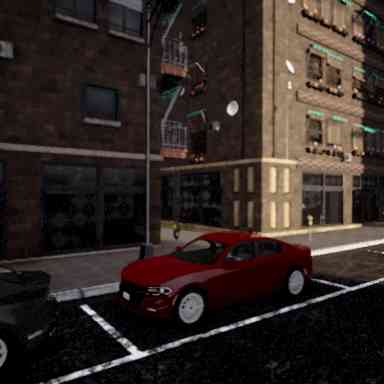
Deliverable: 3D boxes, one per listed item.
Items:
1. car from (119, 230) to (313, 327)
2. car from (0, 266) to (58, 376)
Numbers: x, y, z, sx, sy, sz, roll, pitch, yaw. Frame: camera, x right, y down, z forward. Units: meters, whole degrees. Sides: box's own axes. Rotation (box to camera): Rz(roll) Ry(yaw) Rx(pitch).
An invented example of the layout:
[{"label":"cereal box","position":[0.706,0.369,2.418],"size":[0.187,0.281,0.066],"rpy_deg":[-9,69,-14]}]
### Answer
[{"label":"car","position":[0.700,1.555,7.056],"size":[4.507,1.381,1.887],"rpy_deg":[0,0,-35]},{"label":"car","position":[-3.889,1.548,3.784],"size":[4.403,1.369,2.008],"rpy_deg":[0,0,-35]}]
